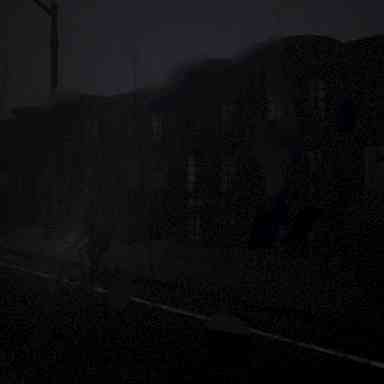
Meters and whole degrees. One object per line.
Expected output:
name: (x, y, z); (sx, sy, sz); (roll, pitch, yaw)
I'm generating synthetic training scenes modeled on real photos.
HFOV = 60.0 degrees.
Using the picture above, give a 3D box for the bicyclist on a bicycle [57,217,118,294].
bicyclist on a bicycle: (-2.309, 1.386, 7.549); (0.582, 1.620, 1.656); (0, 0, 36)
